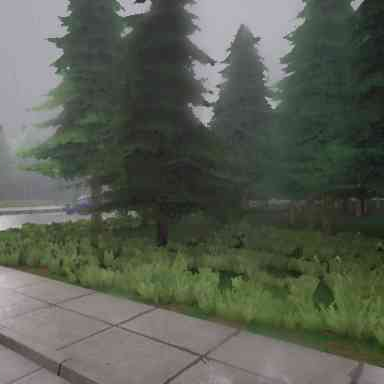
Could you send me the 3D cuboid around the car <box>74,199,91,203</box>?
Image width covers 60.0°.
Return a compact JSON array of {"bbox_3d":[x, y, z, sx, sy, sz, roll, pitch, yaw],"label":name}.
[{"bbox_3d":[-10.075,1.190,33.142,2.150,2.045,5.566,0,1,35],"label":"car"}]
